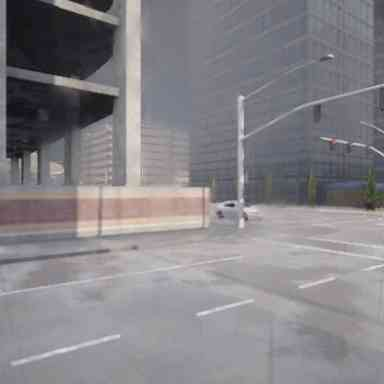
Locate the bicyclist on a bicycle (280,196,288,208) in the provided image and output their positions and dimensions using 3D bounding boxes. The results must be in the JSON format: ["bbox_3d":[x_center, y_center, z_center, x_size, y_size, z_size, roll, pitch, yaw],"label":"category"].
[{"bbox_3d":[11.837,1.321,42.883,1.656,1.620,0.582,0,0,-36],"label":"bicyclist on a bicycle"}]

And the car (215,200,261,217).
[{"bbox_3d":[4.437,1.539,32.690,1.812,1.442,4.674,0,0,-36],"label":"car"}]

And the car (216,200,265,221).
[{"bbox_3d":[3.866,1.537,27.517,1.812,1.442,4.674,0,0,-36],"label":"car"}]
